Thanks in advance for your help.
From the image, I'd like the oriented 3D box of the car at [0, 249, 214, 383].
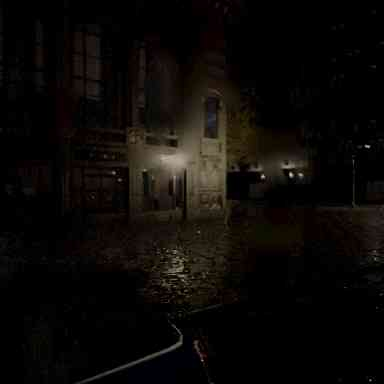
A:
[{"bbox_3d":[-2.038,1.354,1.915,4.553,1.767,2.097,0,0,-35],"label":"car"}]
